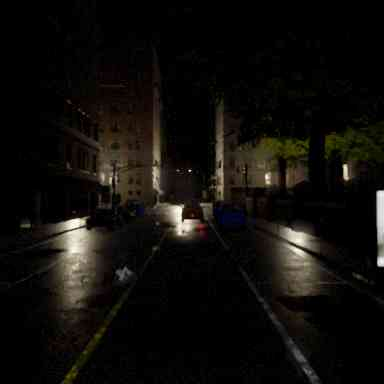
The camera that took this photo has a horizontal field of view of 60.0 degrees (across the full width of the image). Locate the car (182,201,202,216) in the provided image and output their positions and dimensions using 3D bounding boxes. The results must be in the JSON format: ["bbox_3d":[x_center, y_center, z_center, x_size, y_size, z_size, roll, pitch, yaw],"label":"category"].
[{"bbox_3d":[-0.024,1.863,38.473,2.128,1.511,4.902,0,0,0],"label":"car"}]

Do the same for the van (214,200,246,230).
[{"bbox_3d":[2.658,1.569,22.824,1.690,1.788,3.998,0,-1,0],"label":"van"}]

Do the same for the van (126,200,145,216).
[{"bbox_3d":[-5.874,1.674,34.126,1.690,1.788,3.998,0,-1,0],"label":"van"}]

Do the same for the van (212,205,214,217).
[{"bbox_3d":[2.655,1.622,28.481,1.690,1.788,3.998,0,-1,0],"label":"van"}]

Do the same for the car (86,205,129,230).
[{"bbox_3d":[-5.868,1.794,22.805,1.947,1.339,4.313,0,-1,0],"label":"car"}]

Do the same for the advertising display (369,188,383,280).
[{"bbox_3d":[5.626,1.118,8.974,1.540,2.440,0.280,0,-1,0],"label":"advertising display"}]

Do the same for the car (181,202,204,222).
[{"bbox_3d":[0.061,1.764,29.054,1.882,1.535,5.008,0,-1,1],"label":"car"}]

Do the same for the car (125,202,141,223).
[{"bbox_3d":[-5.872,1.826,28.464,1.887,1.381,4.507,0,-1,0],"label":"car"}]
